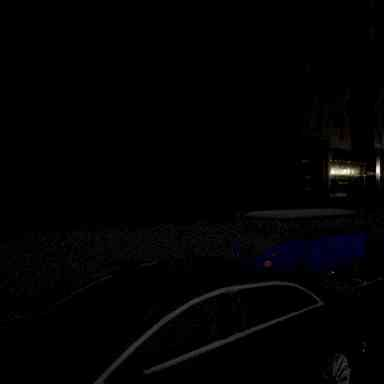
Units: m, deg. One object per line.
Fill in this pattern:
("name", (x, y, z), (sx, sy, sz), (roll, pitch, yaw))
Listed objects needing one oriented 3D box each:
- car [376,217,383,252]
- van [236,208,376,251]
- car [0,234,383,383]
("car", (7.478, 1.540, 11.984), (4.507, 1.381, 1.887), (0, 0, -36))
("van", (2.904, 1.338, 8.720), (3.998, 1.788, 1.690), (0, 0, -36))
("car", (-0.265, 1.491, 3.190), (4.902, 1.511, 2.128), (0, 0, -36))
